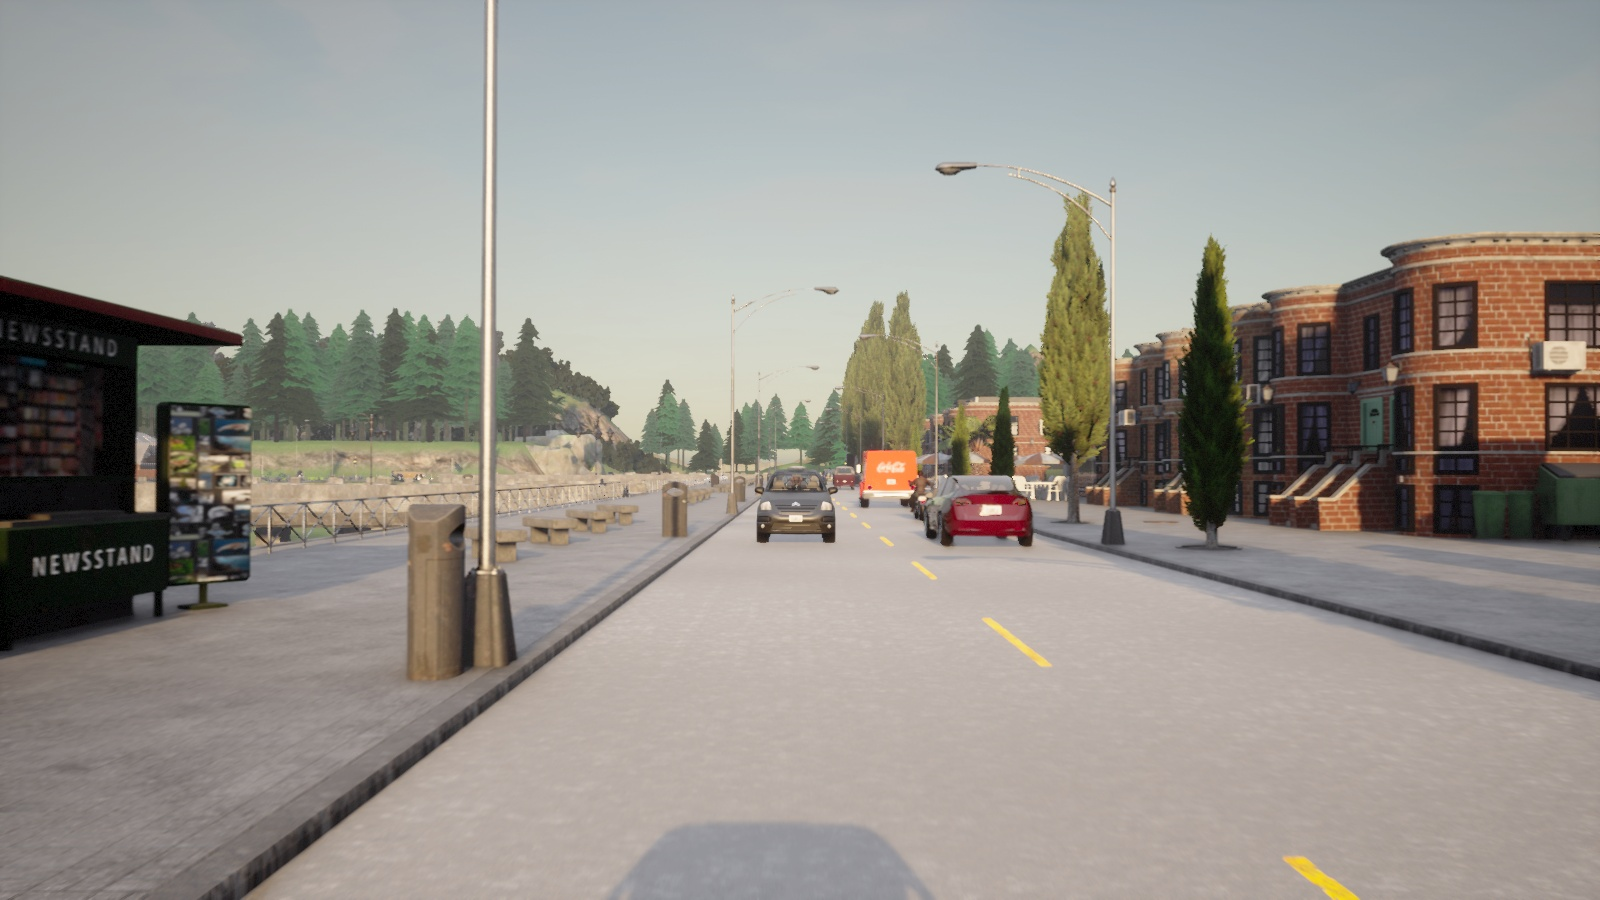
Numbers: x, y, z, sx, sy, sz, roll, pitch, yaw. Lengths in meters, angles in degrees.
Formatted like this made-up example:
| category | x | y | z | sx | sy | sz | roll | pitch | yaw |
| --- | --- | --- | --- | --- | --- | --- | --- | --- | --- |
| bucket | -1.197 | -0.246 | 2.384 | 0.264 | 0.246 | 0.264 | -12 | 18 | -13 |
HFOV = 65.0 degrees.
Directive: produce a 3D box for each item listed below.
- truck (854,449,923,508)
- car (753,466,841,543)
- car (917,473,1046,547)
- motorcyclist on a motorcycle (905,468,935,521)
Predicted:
| category | x | y | z | sx | sy | sz | roll | pitch | yaw |
| --- | --- | --- | --- | --- | --- | --- | --- | --- | --- |
| truck | 3.853 | 1.244 | 55.656 | 2.627 | 2.467 | 5.204 | 0 | -1 | 0 |
| car | -0.074 | 1.189 | 28.440 | 1.851 | 1.617 | 3.988 | 0 | -1 | 0 |
| car | 3.926 | 1.269 | 28.061 | 2.163 | 1.488 | 4.792 | 0 | -1 | 0 |
| motorcyclist on a motorcycle | 3.893 | 1.434 | 40.892 | 0.766 | 1.649 | 2.350 | 0 | -1 | 0 |
